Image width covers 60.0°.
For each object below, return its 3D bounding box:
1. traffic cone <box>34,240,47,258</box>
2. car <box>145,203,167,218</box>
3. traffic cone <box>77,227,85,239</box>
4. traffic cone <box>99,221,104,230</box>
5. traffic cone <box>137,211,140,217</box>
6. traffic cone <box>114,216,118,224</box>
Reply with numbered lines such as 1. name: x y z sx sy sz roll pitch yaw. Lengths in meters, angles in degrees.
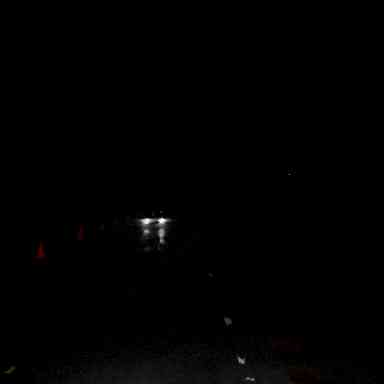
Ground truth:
1. traffic cone: -5.370 2.018 11.832 0.340 0.580 0.340 0 -1 -3
2. car: -3.732 1.960 35.106 1.837 1.490 4.892 0 -1 3
3. traffic cone: -5.637 2.081 16.830 0.340 0.580 0.340 0 -1 -3
4. traffic cone: -5.904 2.164 21.828 0.340 0.580 0.340 0 -1 -3
5. traffic cone: -5.972 2.447 37.119 0.340 0.580 0.340 0 -1 3
6. traffic cone: -6.120 2.259 26.903 0.340 0.580 0.340 0 -1 -1
